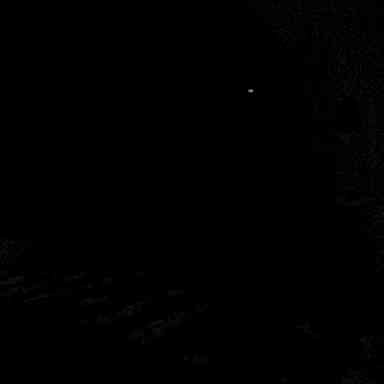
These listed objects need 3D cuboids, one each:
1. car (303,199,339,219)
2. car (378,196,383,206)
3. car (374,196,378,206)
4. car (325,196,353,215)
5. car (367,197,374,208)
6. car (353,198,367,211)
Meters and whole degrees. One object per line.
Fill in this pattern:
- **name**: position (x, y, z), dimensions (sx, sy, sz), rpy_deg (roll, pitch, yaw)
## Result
- **car**: position (11.394, 1.616, 29.860), dimensions (1.947, 1.339, 4.313), rpy_deg (0, 0, 36)
- **car**: position (30.559, 1.536, 56.386), dimensions (1.967, 1.590, 4.097), rpy_deg (0, 0, 36)
- **car**: position (27.365, 1.632, 51.964), dimensions (1.887, 1.381, 4.507), rpy_deg (0, 0, 36)
- **car**: position (14.588, 1.370, 34.281), dimensions (2.192, 1.841, 5.009), rpy_deg (0, 0, 36)
- **car**: position (24.171, 1.629, 47.543), dimensions (2.008, 1.369, 4.403), rpy_deg (0, 0, 36)
- **car**: position (20.877, 1.594, 42.985), dimensions (1.752, 1.417, 4.829), rpy_deg (0, 0, 36)
